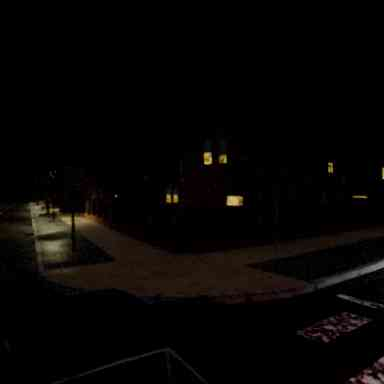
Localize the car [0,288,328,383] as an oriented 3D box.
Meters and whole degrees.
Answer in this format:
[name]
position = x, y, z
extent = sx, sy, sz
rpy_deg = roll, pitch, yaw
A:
[car]
position = -1.144, 1.597, 2.366
extent = 4.718, 1.301, 1.895
rpy_deg = -1, 1, -37
